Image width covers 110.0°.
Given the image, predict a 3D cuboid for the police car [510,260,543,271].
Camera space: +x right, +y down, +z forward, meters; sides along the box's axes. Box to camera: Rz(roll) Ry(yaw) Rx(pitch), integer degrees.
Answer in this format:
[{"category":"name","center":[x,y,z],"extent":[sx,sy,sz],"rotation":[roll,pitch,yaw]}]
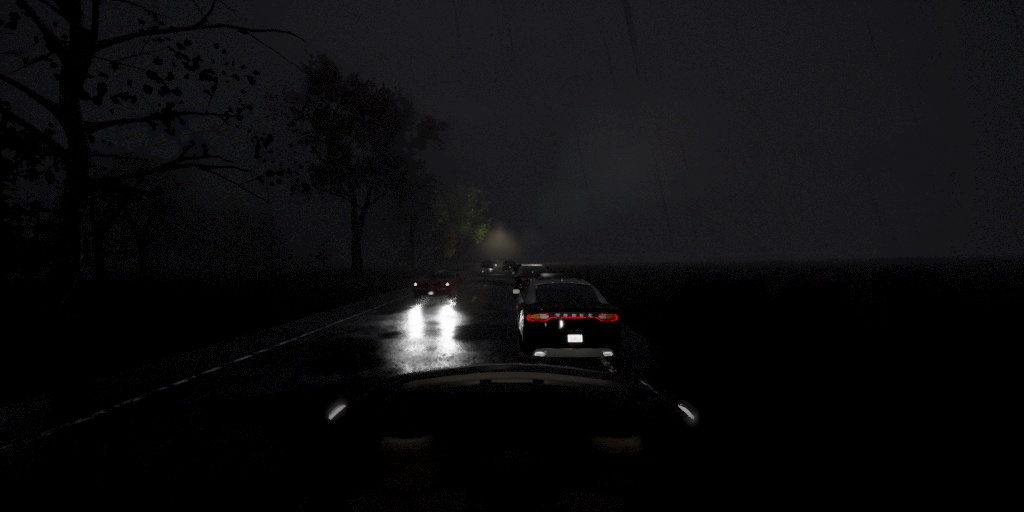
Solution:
[{"category":"police car","center":[1.025,1.181,18.601],"extent":[1.930,1.638,5.238],"rotation":[0,0,0]}]

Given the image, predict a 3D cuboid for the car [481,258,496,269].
[{"category":"car","center":[-4.095,1.343,59.356],"extent":[2.033,1.411,5.357],"rotation":[0,0,-1]}]

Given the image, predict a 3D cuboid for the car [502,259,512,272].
[{"category":"car","center":[-0.268,1.345,47.194],"extent":[1.994,1.385,4.181],"rotation":[0,0,0]}]

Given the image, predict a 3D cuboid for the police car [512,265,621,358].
[{"category":"police car","center":[1.054,1.176,8.592],"extent":[1.930,1.638,5.238],"rotation":[0,0,0]}]

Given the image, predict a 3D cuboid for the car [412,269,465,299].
[{"category":"car","center":[-3.627,1.356,18.260],"extent":[1.895,1.301,4.718],"rotation":[0,0,0]}]

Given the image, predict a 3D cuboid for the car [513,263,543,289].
[{"category":"car","center":[0.992,1.264,24.498],"extent":[1.837,1.490,4.892],"rotation":[0,0,0]}]
